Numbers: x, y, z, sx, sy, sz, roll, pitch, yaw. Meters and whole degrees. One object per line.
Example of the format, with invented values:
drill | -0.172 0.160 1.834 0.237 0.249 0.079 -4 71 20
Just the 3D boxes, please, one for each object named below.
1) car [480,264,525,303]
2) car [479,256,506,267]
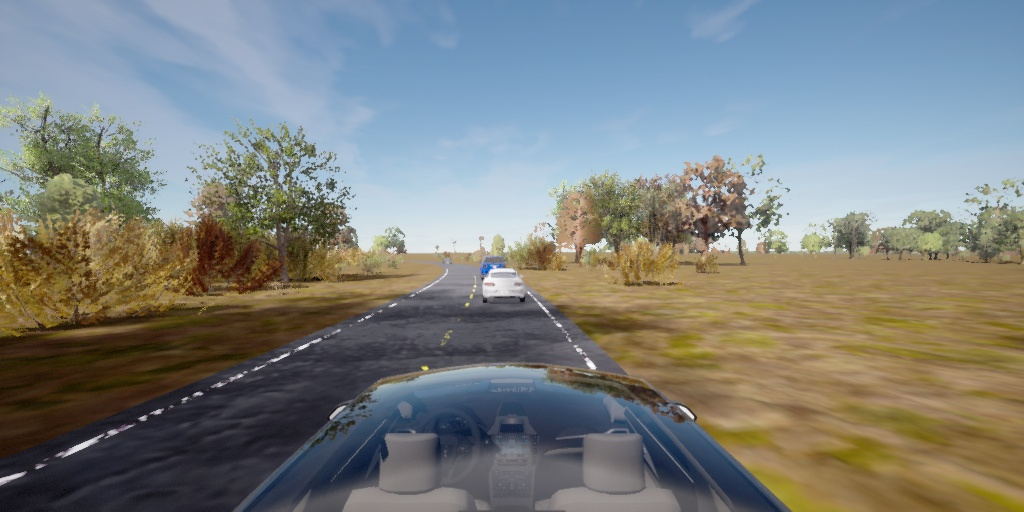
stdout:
car | -0.427 1.284 16.577 1.812 1.442 4.674 0 0 -3
car | -1.709 1.007 31.635 2.150 2.045 5.566 0 0 -6
